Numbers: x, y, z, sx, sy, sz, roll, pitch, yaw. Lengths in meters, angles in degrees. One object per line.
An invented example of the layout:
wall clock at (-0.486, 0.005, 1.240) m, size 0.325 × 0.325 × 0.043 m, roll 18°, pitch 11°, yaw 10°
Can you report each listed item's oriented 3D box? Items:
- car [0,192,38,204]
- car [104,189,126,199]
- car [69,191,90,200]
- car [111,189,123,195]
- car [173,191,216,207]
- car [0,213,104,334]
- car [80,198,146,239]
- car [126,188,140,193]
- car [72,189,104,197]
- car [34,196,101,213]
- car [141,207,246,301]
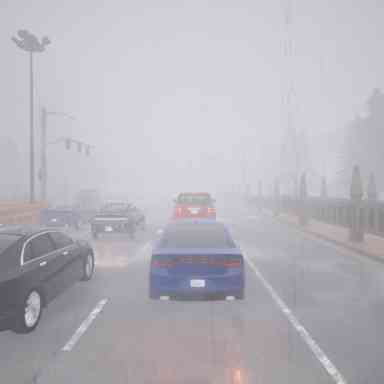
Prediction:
car at (-23.748, 0.841, 45.804) m, size 1.837 × 1.490 × 4.892 m, roll 3°, pitch 2°, yaw 34°
car at (-13.887, 0.680, 60.148) m, size 1.994 × 1.385 × 4.181 m, roll 0°, pitch 1°, yaw 1°
car at (-20.857, 0.580, 62.039) m, size 2.128 × 1.511 × 4.902 m, roll 0°, pitch 1°, yaw 1°
car at (-20.709, -0.030, 92.127) m, size 2.097 × 1.767 × 4.553 m, roll 0°, pitch 1°, yaw 0°
car at (0.121, 0.977, 18.071) m, size 2.150 × 2.045 × 5.566 m, roll 0°, pitch 1°, yaw 0°
car at (-3.402, 1.434, 6.615) m, size 1.837 × 1.490 × 4.892 m, roll 0°, pitch 1°, yaw 0°
car at (-3.381, 1.279, 15.988) m, size 2.128 × 1.511 × 4.902 m, roll 0°, pitch 1°, yaw 0°
car at (-13.770, 0.112, 75.289) m, size 2.150 × 2.045 × 5.566 m, roll 0°, pitch 1°, yaw 0°
car at (-13.979, 0.574, 44.719) m, size 2.150 × 2.045 × 5.566 m, roll 0°, pitch 1°, yaw 0°
car at (-6.872, 1.218, 19.070) m, size 1.882 × 1.535 × 5.008 m, roll 0°, pitch 1°, yaw 0°
car at (0.100, 1.383, 8.202) m, size 1.882 × 1.535 × 5.008 m, roll 0°, pitch 1°, yaw 0°
